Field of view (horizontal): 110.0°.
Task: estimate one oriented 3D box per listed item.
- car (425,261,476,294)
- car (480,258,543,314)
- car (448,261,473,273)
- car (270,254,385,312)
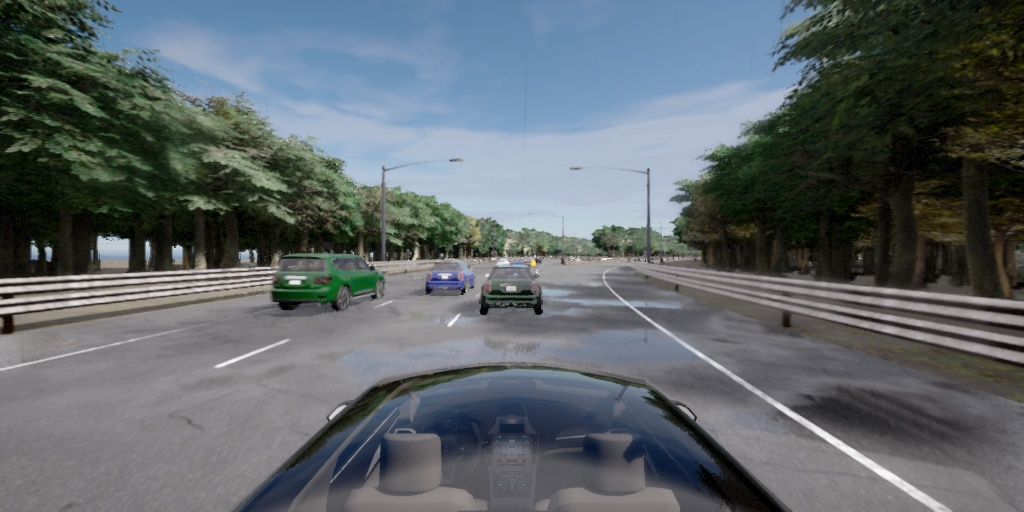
[{"bbox_3d":[-3.288,1.077,19.965,2.097,1.767,4.553,0,0,1],"label":"car"},{"bbox_3d":[-0.004,1.095,13.891,2.097,1.767,4.553,0,0,1],"label":"car"},{"bbox_3d":[-5.933,1.266,42.139,1.895,1.301,4.718,0,0,5],"label":"car"},{"bbox_3d":[-6.980,0.943,14.297,2.150,2.045,5.566,0,0,1],"label":"car"}]
